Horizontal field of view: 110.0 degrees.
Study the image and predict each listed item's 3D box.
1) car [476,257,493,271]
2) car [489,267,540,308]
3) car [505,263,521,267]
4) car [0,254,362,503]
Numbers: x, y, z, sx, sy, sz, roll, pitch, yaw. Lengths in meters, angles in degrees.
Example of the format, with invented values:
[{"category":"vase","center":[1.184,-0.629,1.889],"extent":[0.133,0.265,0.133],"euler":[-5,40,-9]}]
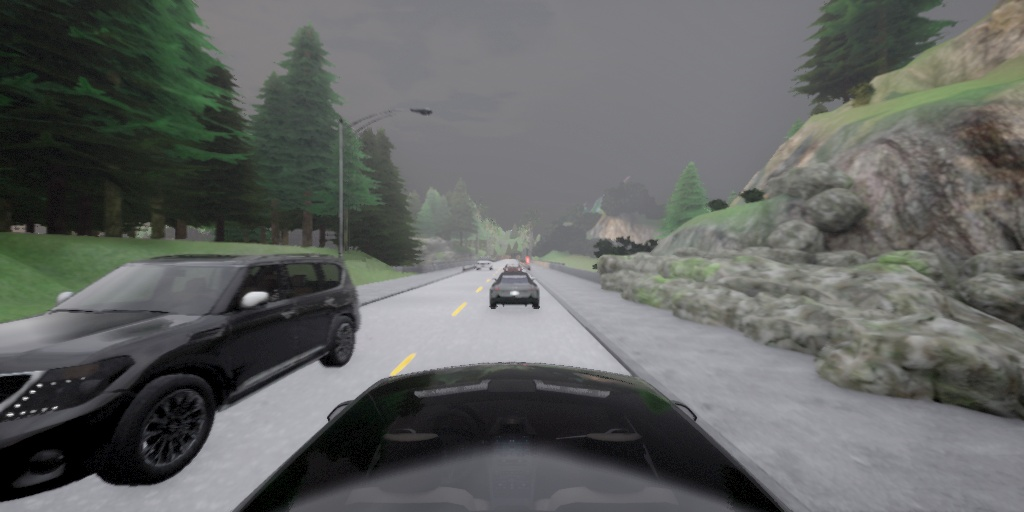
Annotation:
[{"category":"car","center":[-4.046,1.100,53.405],"extent":[2.150,2.045,5.566],"euler":[0,0,1]},{"category":"car","center":[0.099,1.349,15.316],"extent":[1.994,1.385,4.181],"euler":[0,0,0]},{"category":"car","center":[0.101,1.444,38.663],"extent":[1.895,1.301,4.718],"euler":[0,0,0]},{"category":"car","center":[-4.100,0.981,5.004],"extent":[2.150,2.045,5.566],"euler":[0,0,0]}]
